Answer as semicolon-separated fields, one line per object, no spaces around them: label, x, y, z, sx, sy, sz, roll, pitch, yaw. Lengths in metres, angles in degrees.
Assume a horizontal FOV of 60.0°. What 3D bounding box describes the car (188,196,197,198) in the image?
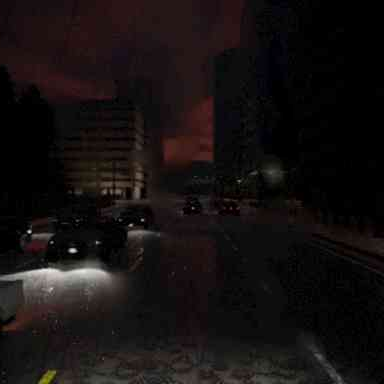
car;0.047;1.393;46.068;2.097;1.767;4.553;0;0;1

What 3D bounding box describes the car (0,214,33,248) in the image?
car;-7.100;1.502;10.960;2.128;1.511;4.902;0;0;0

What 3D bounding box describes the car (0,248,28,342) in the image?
car;-3.600;1.604;3.109;1.895;1.301;4.718;0;0;0

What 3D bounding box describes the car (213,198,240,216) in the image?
car;3.600;1.577;33.257;2.033;1.411;5.357;0;0;0

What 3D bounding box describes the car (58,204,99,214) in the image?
car;-7.089;1.524;21.019;1.837;1.490;4.892;0;0;0

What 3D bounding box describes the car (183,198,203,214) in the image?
car;0.093;1.596;35.098;1.994;1.385;4.181;0;0;0

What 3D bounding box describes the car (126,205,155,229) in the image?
car;-3.584;1.568;22.347;2.033;1.411;5.357;0;0;0

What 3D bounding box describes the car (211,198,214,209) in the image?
car;3.652;1.520;46.836;1.882;1.535;5.008;0;0;3

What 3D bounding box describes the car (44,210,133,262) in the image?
car;-3.599;1.575;12.019;1.994;1.385;4.181;0;0;0
